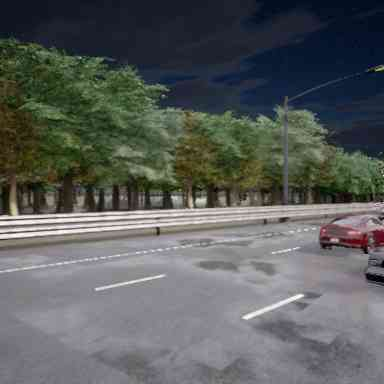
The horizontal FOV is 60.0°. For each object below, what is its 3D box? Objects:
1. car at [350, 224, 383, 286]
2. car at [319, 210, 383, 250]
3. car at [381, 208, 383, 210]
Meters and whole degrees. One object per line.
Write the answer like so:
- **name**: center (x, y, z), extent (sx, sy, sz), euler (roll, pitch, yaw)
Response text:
- **car**: center (6.295, 1.635, 8.617), extent (5.357, 1.411, 2.033), euler (1, -1, -43)
- **car**: center (6.984, 1.662, 13.894), extent (4.674, 1.442, 1.812), euler (1, -1, -43)
- **car**: center (17.388, 1.873, 28.413), extent (5.357, 1.411, 2.033), euler (1, -1, -44)
